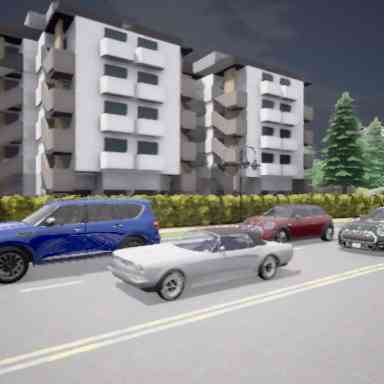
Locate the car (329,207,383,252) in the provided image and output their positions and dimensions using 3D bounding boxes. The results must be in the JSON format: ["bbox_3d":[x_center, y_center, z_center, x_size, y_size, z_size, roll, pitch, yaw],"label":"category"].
[{"bbox_3d":[7.994,1.375,13.313,4.553,1.767,2.097,0,0,-29],"label":"car"}]

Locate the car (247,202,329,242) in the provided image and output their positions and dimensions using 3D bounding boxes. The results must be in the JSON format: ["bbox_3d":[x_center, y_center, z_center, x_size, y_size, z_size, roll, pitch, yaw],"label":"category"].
[{"bbox_3d":[4.346,1.373,15.160,4.553,1.767,2.097,0,0,-31],"label":"car"}]

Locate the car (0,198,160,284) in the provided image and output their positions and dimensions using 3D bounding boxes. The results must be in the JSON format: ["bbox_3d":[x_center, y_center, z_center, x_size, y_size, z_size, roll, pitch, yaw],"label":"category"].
[{"bbox_3d":[-3.598,1.228,9.955,5.566,2.045,2.150,0,0,-35],"label":"car"}]

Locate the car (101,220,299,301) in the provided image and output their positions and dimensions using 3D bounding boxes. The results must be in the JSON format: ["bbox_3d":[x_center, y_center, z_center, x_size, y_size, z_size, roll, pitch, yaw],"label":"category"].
[{"bbox_3d":[0.365,1.610,8.466,4.718,1.301,1.895,0,0,-35],"label":"car"}]
